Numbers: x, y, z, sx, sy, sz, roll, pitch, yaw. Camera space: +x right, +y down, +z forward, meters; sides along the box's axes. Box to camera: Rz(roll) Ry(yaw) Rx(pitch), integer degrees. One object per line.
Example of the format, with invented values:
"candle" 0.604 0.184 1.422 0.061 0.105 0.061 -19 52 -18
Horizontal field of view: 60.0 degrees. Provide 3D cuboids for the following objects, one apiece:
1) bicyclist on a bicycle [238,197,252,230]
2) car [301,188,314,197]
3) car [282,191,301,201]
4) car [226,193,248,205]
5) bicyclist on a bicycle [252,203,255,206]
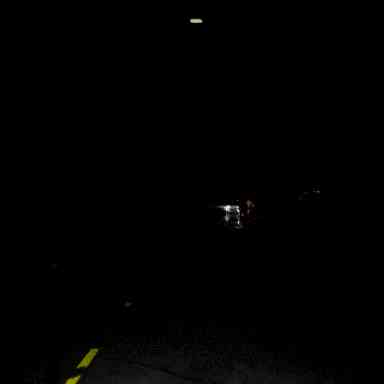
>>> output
"bicyclist on a bicycle" 2.844 1.267 18.463 0.582 1.620 1.656 1 1 11
"car" 23.982 0.249 70.316 1.837 1.490 4.892 2 2 27
"car" 16.096 0.600 54.699 1.882 1.535 5.008 2 2 27
"car" 5.628 0.850 40.443 1.837 1.490 4.892 2 2 24
"bicyclist on a bicycle" 4.040 1.173 23.771 0.866 1.612 1.509 1 1 14
